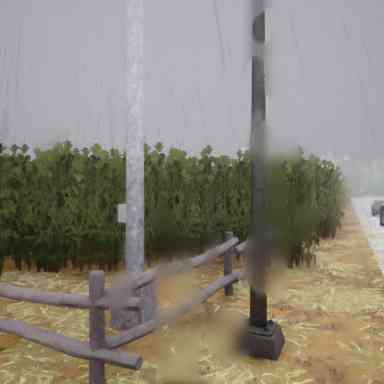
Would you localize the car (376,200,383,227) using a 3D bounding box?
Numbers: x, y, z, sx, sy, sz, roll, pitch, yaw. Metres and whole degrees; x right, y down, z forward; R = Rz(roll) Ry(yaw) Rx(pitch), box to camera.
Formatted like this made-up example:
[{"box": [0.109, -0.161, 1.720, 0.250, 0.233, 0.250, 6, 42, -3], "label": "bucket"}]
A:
[{"box": [12.575, 1.221, 19.784, 2.150, 2.045, 5.566, 0, 0, 25], "label": "car"}]

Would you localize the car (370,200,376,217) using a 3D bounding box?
[{"box": [17.913, 1.505, 31.185, 1.837, 1.490, 4.892, 0, 0, 25], "label": "car"}]
